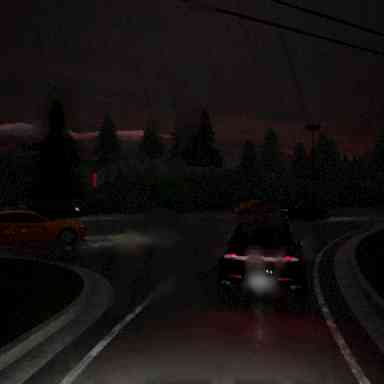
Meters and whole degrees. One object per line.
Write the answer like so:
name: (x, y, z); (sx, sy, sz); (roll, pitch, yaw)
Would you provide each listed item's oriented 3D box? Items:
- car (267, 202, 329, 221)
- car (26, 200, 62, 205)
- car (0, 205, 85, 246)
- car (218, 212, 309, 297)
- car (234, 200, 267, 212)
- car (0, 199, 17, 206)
car: (8.813, 1.574, 26.719); (4.902, 1.511, 2.128); (0, 0, -28)
car: (-11.682, 1.431, 27.712); (4.553, 1.767, 2.097); (0, 0, -28)
car: (-7.180, 1.518, 14.248); (5.008, 1.535, 1.882); (0, 0, -28)
car: (1.913, 1.519, 8.759); (2.128, 1.511, 4.902); (0, 0, 15)
car: (6.536, 1.580, 33.437); (5.008, 1.535, 1.882); (0, 0, -28)
car: (-27.581, 1.704, 49.768); (1.994, 1.385, 4.181); (0, 0, -18)
